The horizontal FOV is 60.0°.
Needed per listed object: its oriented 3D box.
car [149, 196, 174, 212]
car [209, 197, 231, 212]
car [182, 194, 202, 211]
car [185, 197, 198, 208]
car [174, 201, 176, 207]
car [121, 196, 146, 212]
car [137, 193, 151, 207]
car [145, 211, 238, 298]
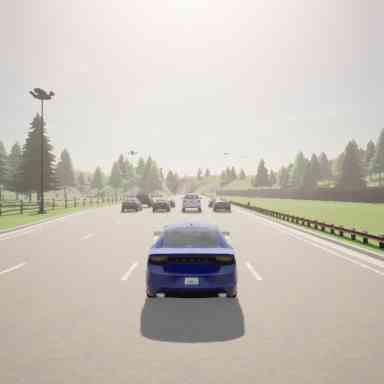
[{"bbox_3d":[-3.542,1.505,39.161,1.837,1.490,4.892,0,0,0],"label":"car"},{"bbox_3d":[3.458,1.491,39.168,2.128,1.511,4.902,0,0,0],"label":"car"},{"bbox_3d":[-0.042,1.221,39.195,2.150,2.045,5.566,0,0,0],"label":"car"},{"bbox_3d":[-0.053,1.478,49.584,1.882,1.535,5.008,0,0,0],"label":"car"},{"bbox_3d":[-3.553,1.564,49.580,1.994,1.385,4.181,0,0,0],"label":"car"},{"bbox_3d":[-7.042,1.505,39.157,1.837,1.490,4.892,0,0,0],"label":"car"},{"bbox_3d":[-7.053,1.221,49.607,2.150,2.045,5.566,0,0,0],"label":"car"},{"bbox_3d":[-0.009,1.478,8.556,1.882,1.535,5.008,0,0,0],"label":"car"}]
